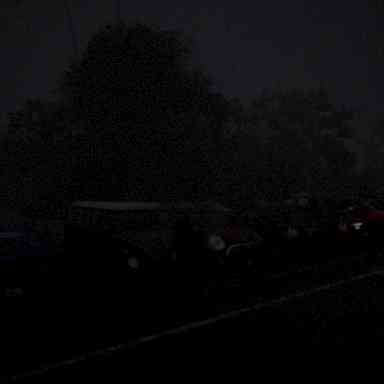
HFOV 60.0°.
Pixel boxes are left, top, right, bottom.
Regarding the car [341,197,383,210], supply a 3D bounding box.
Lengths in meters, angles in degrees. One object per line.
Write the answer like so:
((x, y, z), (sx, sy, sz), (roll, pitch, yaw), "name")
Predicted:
((21.727, 1.376, 42.168), (2.163, 1.488, 4.792), (0, 0, -36), "car")

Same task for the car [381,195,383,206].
((30.783, 1.256, 48.604), (2.231, 1.521, 4.892), (-1, 0, -36), "car")

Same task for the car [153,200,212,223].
((-0.836, 1.436, 26.000), (2.231, 1.521, 4.892), (0, 0, -36), "car")

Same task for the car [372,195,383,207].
((28.524, 1.281, 46.988), (2.097, 1.535, 5.008), (-1, 0, -36), "car")

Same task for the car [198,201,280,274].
((0.221, 1.330, 10.705), (2.185, 1.767, 4.553), (0, 0, -36), "car")

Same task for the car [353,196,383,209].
((24.025, 1.360, 43.740), (2.163, 1.488, 4.792), (0, 0, -36), "car")

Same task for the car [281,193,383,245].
((7.095, 1.182, 15.549), (2.435, 2.045, 5.566), (0, 0, -36), "car")

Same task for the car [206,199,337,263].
((2.537, 1.323, 12.285), (2.185, 1.767, 4.553), (0, 0, -36), "car")

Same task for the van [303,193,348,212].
((14.902, 1.155, 37.394), (1.878, 1.987, 4.442), (0, 0, -36), "van")

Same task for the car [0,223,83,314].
((-4.318, 1.471, 7.414), (2.097, 1.535, 5.008), (0, 0, -36), "car")

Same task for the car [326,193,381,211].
((19.503, 1.109, 40.507), (2.435, 2.045, 5.566), (0, 0, -36), "car")

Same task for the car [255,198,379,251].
((4.817, 1.315, 13.916), (2.185, 1.767, 4.553), (0, 0, -36), "car")

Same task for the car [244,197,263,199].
((5.921, 1.286, 30.865), (2.185, 1.767, 4.553), (0, 0, -36), "car")

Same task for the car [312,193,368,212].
((17.211, 1.122, 38.937), (2.435, 2.045, 5.566), (0, 0, -36), "car")

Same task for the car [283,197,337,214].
((12.605, 1.386, 35.837), (1.946, 1.575, 5.366), (0, 0, -36), "car")

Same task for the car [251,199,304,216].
((8.215, 1.433, 32.432), (2.163, 1.488, 4.792), (0, 0, -36), "car")

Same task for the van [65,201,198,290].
((-1.974, 1.238, 8.954), (1.878, 1.987, 4.442), (0, 0, -36), "van")

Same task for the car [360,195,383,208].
((26.155, 1.303, 45.527), (1.946, 1.575, 5.366), (-1, 0, -36), "car")

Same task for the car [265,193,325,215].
((10.438, 1.145, 34.093), (2.435, 2.045, 5.566), (0, 0, -36), "car")
